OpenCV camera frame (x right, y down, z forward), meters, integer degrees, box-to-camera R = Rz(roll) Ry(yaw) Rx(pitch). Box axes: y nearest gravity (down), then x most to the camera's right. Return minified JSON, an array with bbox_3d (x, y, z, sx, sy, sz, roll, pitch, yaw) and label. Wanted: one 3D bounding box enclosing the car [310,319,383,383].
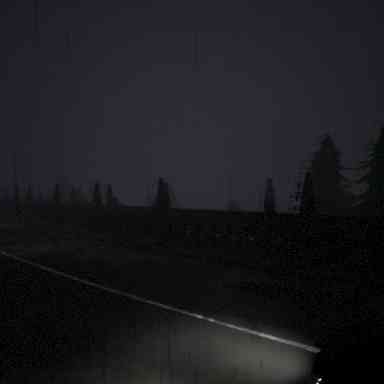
[{"bbox_3d":[3.210,1.519,1.843,4.892,1.490,1.837,1,0,35],"label":"car"}]
